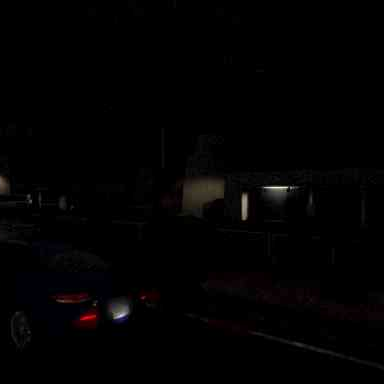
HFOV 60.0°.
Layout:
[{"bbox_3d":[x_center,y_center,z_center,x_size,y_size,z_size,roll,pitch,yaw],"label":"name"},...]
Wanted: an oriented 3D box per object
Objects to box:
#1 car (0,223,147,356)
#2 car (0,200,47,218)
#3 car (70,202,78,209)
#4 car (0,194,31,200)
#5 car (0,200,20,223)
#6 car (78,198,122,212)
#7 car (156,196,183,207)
[{"bbox_3d":[-2.874,1.526,6.026,4.674,1.442,1.812,0,0,35],"label":"car"},{"bbox_3d":[-14.964,1.601,28.187,1.895,1.301,4.718,0,0,35],"label":"car"},{"bbox_3d":[-11.813,1.491,38.643,2.128,1.511,4.902,0,0,36],"label":"car"},{"bbox_3d":[-17.590,1.221,30.566,2.150,2.045,5.566,0,0,36],"label":"car"},{"bbox_3d":[-12.500,1.507,18.902,1.837,1.490,4.892,-4,-1,11],"label":"car"},{"bbox_3d":[-9.594,1.564,35.726,1.994,1.385,4.181,0,0,36],"label":"car"},{"bbox_3d":[-3.330,1.353,50.520,2.097,1.767,4.553,0,0,36],"label":"car"}]
